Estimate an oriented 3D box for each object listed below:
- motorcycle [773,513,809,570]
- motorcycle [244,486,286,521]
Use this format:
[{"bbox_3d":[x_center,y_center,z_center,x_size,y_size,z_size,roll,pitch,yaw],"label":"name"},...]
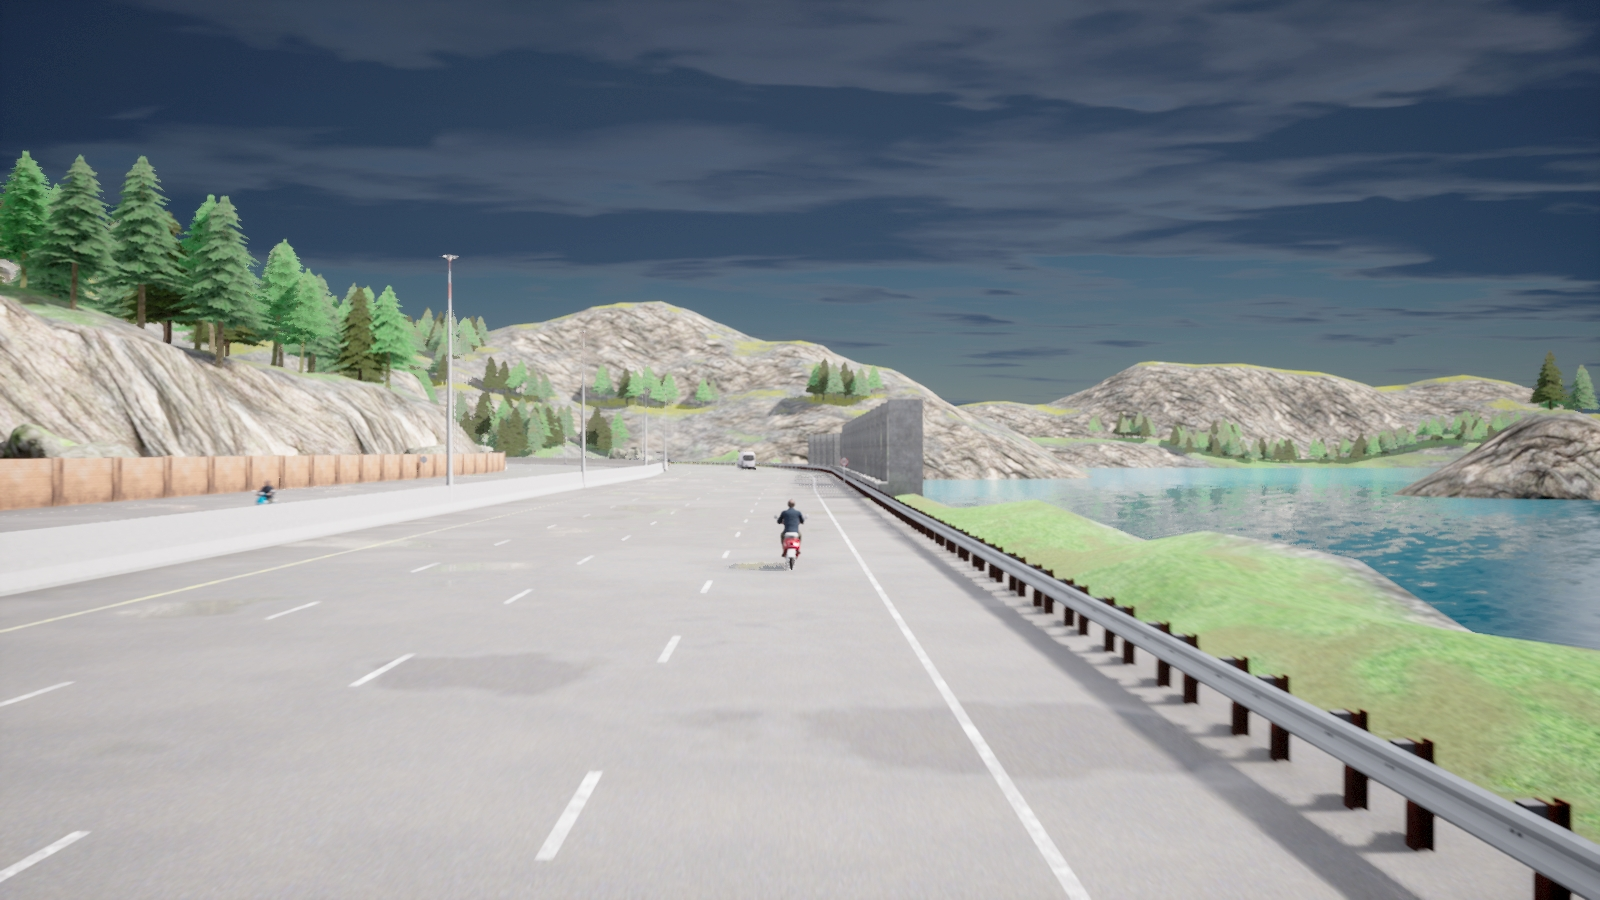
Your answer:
[{"bbox_3d":[-0.218,2.183,27.616,0.856,1.236,1.805,0,0,-1],"label":"motorcycle"},{"bbox_3d":[-21.395,2.139,45.758,0.856,1.334,1.805,0,0,-1],"label":"motorcycle"}]
